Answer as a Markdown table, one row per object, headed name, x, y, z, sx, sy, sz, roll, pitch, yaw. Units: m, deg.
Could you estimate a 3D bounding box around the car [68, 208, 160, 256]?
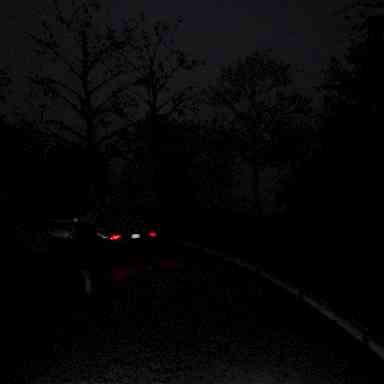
| name | x | y | z | sx | sy | sz | roll | pitch | yaw |
| --- | --- | --- | --- | --- | --- | --- | --- | --- | --- |
| car | -3.088 | 1.318 | 12.280 | 2.033 | 1.411 | 5.357 | 1 | 2 | -33 |
